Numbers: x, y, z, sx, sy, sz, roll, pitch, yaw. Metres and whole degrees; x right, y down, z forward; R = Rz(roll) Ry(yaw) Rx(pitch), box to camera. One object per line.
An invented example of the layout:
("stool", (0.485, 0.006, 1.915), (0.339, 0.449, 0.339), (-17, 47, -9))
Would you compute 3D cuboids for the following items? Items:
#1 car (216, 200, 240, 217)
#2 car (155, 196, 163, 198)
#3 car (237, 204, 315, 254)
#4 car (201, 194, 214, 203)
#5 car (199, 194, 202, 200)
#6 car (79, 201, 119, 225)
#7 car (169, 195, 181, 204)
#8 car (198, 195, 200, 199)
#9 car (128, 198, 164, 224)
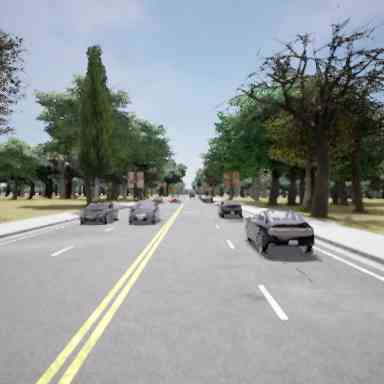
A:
("car", (3.361, 1.450, 29.962), (1.837, 1.490, 4.892), (0, 0, 0))
("car", (-6.485, 1.520, 64.727), (2.033, 1.411, 5.357), (0, 0, 0))
("car", (3.354, 1.456, 13.420), (2.128, 1.511, 4.902), (0, 0, 0))
("car", (3.272, 1.500, 65.491), (1.812, 1.442, 4.674), (0, 0, 0))
("car", (3.275, 1.615, 76.523), (1.895, 1.301, 4.718), (0, 0, 0))
("car", (-6.591, 1.454, 24.019), (1.837, 1.490, 4.892), (0, 0, 0))
("car", (-3.241, 1.327, 64.778), (2.097, 1.767, 4.553), (0, 0, 0))
("car", (3.279, 1.669, 87.523), (1.895, 1.301, 4.718), (0, 0, 0))
("car", (-3.338, 1.441, 24.004), (2.128, 1.511, 4.902), (0, 0, 0))
